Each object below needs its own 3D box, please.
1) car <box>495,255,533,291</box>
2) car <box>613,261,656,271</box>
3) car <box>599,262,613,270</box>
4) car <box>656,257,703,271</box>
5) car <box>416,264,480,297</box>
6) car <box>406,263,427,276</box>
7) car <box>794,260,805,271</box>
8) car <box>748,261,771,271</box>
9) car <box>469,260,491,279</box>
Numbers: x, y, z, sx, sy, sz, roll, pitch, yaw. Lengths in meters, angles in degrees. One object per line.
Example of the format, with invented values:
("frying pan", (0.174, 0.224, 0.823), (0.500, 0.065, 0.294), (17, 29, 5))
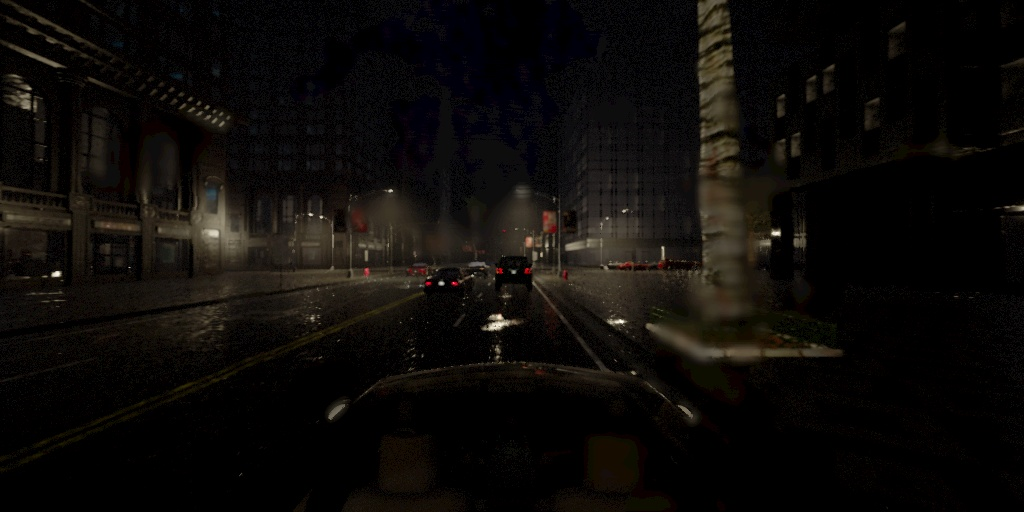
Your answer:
("car", (0.102, 0.988, 22.170), (2.150, 2.045, 5.566), (0, 0, 0))
("car", (15.319, 1.360, 44.894), (4.207, 1.307, 1.802), (0, 0, -1))
("car", (15.189, 1.454, 53.417), (4.313, 1.339, 1.948), (0, 0, -1))
("car", (20.957, 1.073, 44.981), (5.009, 1.841, 2.192), (0, 0, -1))
("car", (-3.154, 1.305, 18.811), (2.033, 1.411, 5.357), (0, 0, 1))
("car", (-9.751, 1.402, 38.151), (1.994, 1.385, 4.181), (0, 0, 0))
("car", (37.618, 1.228, 47.915), (5.008, 1.535, 1.882), (0, -1, -1))
("car", (32.231, 1.292, 45.155), (4.313, 1.339, 1.948), (0, 0, -1))
("car", (-3.153, 1.300, 32.985), (2.128, 1.511, 4.902), (0, 0, 0))
